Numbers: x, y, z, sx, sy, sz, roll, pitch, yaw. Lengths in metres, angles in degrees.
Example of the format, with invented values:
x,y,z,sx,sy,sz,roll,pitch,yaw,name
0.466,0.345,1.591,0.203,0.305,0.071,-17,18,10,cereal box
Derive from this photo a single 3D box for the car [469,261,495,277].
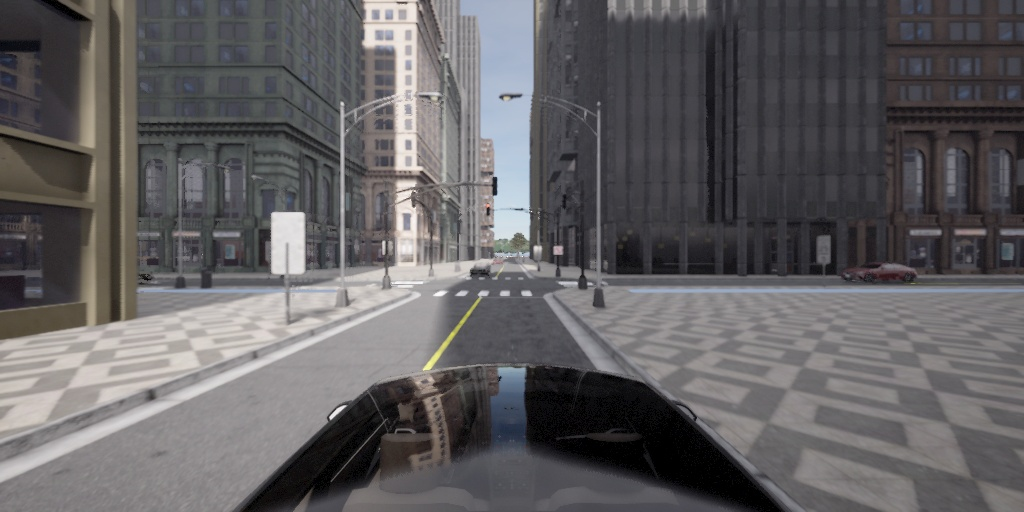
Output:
x,y,z,sx,sy,sz,roll,pitch,yaw,name
-2.997,1.339,34.622,1.895,1.301,4.718,0,0,0,car

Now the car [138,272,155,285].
x,y,z,sx,sy,sz,roll,pitch,yaw,name
-26.694,1.319,23.631,4.718,1.301,1.895,0,0,0,car

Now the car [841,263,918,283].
x,y,z,sx,sy,sz,roll,pitch,yaw,name
27.374,1.217,26.778,4.674,1.442,1.812,0,0,0,car
